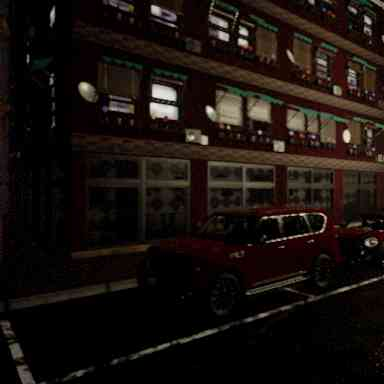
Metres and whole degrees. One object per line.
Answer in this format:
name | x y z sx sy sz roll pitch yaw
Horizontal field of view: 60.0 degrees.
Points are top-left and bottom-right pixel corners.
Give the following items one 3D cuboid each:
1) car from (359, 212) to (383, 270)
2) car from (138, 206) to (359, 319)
car | 5.907 1.390 10.773 4.097 1.590 1.967 0 0 -36
car | 1.320 1.291 7.499 5.009 1.841 2.192 0 0 -36
